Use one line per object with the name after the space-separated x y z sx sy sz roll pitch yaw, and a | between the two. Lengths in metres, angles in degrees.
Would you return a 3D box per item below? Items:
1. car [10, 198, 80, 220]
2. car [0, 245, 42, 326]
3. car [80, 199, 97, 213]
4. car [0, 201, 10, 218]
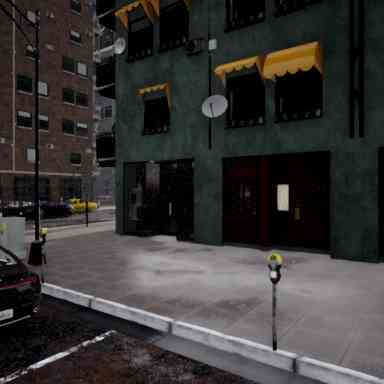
-11.222 1.345 25.664 1.994 1.385 4.181 0 1 35 | car
-4.501 1.551 6.079 4.403 1.369 2.008 0 0 35 | car
-10.985 1.250 30.512 1.752 1.417 4.829 1 1 35 | car
-14.073 1.350 26.085 2.008 1.369 4.403 1 1 35 | car
